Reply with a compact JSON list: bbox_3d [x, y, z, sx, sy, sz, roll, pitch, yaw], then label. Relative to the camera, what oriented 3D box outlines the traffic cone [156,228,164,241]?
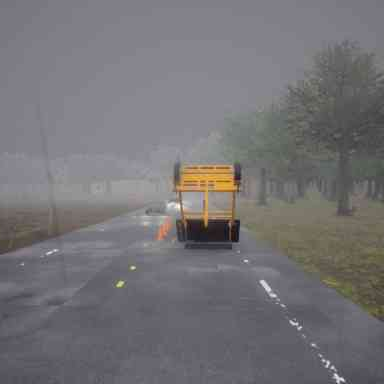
[{"bbox_3d":[-1.466,1.942,15.335,0.340,0.580,0.340,0,0,0],"label":"traffic cone"}]

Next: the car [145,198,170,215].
[{"bbox_3d":[-3.552,1.471,33.265,1.837,1.490,4.892,0,0,0],"label":"car"}]

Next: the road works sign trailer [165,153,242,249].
[{"bbox_3d":[0.548,0.920,11.782,2.380,3.560,2.880,0,45,4],"label":"road works sign trailer"}]

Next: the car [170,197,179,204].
[{"bbox_3d":[-3.412,1.513,63.128,1.895,1.301,4.718,0,0,0],"label":"car"}]
